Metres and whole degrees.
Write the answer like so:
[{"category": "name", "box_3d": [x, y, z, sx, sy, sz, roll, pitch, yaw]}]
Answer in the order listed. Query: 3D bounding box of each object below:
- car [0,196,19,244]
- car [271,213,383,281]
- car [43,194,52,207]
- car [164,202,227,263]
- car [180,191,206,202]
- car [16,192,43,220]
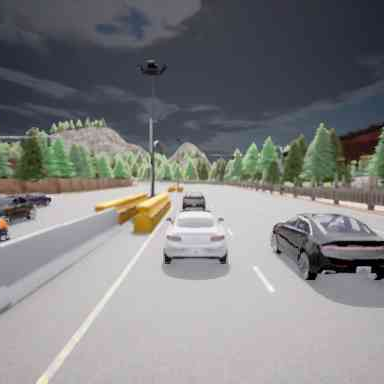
[{"category": "car", "box_3d": [-7.089, 1.199, 9.114, 2.097, 1.767, 4.553, 0, 2, 0]}, {"category": "car", "box_3d": [3.604, 1.331, 9.390, 2.128, 1.511, 4.902, 0, 2, 0]}, {"category": "car", "box_3d": [-13.914, 0.730, 28.604, 1.895, 1.301, 4.718, 0, 2, 0]}, {"category": "car", "box_3d": [0.107, 1.305, 11.061, 1.812, 1.442, 4.674, 0, 2, 0]}, {"category": "car", "box_3d": [0.097, 0.676, 27.157, 2.128, 1.511, 4.902, 0, 2, -2]}, {"category": "car", "box_3d": [-10.548, 1.004, 18.658, 1.837, 1.490, 4.892, 0, 2, 1]}]
